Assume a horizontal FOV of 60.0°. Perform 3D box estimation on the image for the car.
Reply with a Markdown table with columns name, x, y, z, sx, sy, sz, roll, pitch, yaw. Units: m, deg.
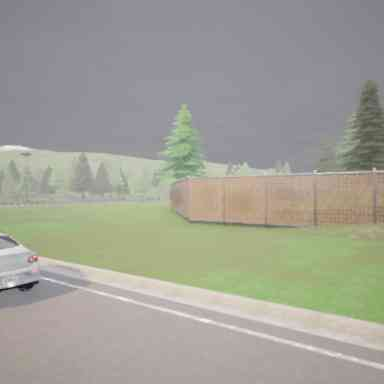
| name | x | y | z | sx | sy | sz | roll | pitch | yaw |
| --- | --- | --- | --- | --- | --- | --- | --- | --- | --- |
| car | -5.420 | 1.569 | 7.860 | 4.674 | 1.442 | 1.812 | 0 | 0 | 36 |
